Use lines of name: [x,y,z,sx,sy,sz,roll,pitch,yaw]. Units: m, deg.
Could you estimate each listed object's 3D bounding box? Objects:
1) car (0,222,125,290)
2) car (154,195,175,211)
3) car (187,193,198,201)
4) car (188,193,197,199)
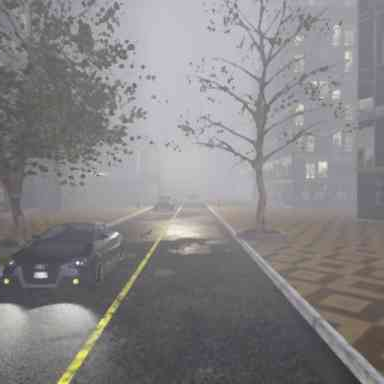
car: [-3.075,1.500,8.774,1.994,1.385,4.181,0,0,0]
car: [-2.942,1.105,36.328,2.097,1.767,4.553,0,0,0]
car: [0.110,1.058,68.087,1.837,1.490,4.892,0,0,0]
car: [0.127,0.993,78.531,1.895,1.301,4.718,0,0,0]
